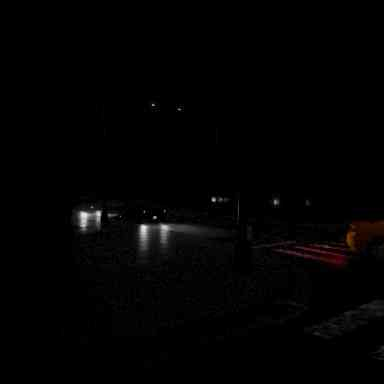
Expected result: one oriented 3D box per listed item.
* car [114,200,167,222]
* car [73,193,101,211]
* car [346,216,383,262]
[{"bbox_3d":[-3.580,1.263,22.681,1.895,1.301,4.718,0,1,-35],"label":"car"},{"bbox_3d":[-10.470,1.064,32.474,1.895,1.301,4.718,0,1,-35],"label":"car"},{"bbox_3d":[7.512,1.396,10.262,5.008,1.535,1.882,1,1,30],"label":"car"}]
